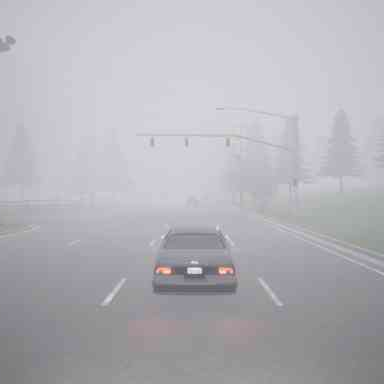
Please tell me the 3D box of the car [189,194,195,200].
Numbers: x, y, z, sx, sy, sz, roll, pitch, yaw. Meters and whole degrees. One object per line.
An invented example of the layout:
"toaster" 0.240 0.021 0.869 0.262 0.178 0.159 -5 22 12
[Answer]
"car" 0.019 1.307 93.954 1.882 1.535 5.008 0 0 0

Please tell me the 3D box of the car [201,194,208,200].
"car" 3.519 1.307 93.953 1.882 1.535 5.008 0 0 0

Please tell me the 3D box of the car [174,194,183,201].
"car" -3.483 1.514 83.951 1.812 1.442 4.674 0 0 0

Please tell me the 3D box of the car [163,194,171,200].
"car" -6.981 1.382 93.955 1.994 1.385 4.181 0 0 0

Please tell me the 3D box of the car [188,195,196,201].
"car" 0.017 1.529 83.534 2.033 1.411 5.357 0 0 0

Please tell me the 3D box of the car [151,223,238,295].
"car" 0.068 1.547 8.852 2.033 1.411 5.357 0 0 0

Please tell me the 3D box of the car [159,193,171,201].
"car" -6.983 1.214 83.565 2.150 2.045 5.566 0 0 0

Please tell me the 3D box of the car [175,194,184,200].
"car" -3.481 1.355 93.955 2.128 1.511 4.902 0 0 0

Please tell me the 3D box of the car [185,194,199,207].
"car" 0.009 1.350 52.891 2.097 1.767 4.553 0 0 0

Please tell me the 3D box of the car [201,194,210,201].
"car" 3.517 1.489 83.533 1.837 1.490 4.892 0 0 0
